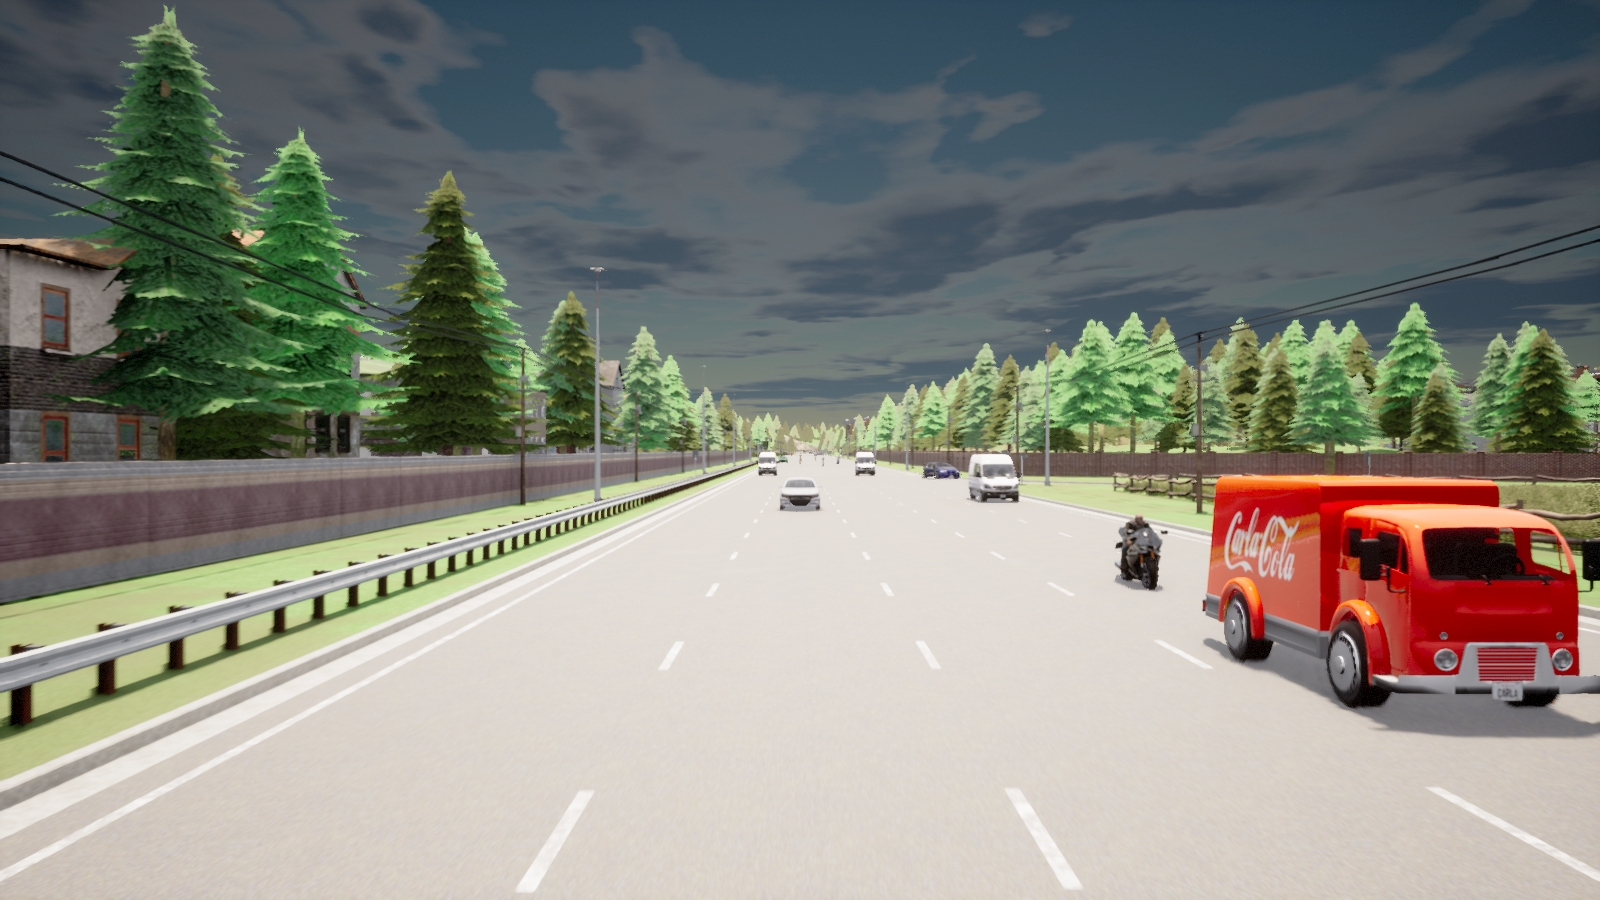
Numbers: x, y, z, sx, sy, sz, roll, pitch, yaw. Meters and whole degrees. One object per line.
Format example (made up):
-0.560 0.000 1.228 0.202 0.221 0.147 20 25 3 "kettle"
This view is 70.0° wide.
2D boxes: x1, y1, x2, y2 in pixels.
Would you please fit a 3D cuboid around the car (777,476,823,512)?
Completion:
0.007 2.030 53.880 2.097 1.535 5.006 0 0 0 "car"

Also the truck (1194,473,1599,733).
7.008 1.567 13.916 2.627 2.467 5.204 0 0 0 "truck"

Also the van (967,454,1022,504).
10.504 1.530 62.103 1.988 2.561 5.915 0 0 0 "van"

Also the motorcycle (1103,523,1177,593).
7.001 2.203 23.646 0.867 1.251 2.209 0 0 0 "motorcycle"
